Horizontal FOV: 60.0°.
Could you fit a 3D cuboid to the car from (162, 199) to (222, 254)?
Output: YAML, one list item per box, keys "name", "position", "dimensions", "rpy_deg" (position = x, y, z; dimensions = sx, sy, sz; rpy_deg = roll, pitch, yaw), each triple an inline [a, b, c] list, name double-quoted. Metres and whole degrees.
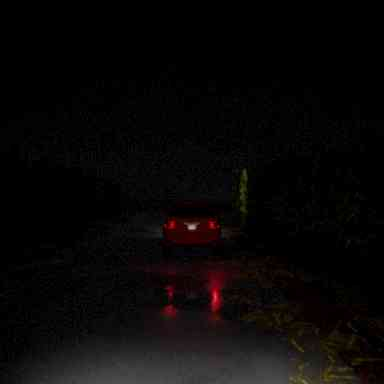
- name: "car"
  position: [0.001, 1.293, 14.005]
  dimensions: [2.150, 2.045, 5.566]
  rpy_deg: [0, 0, 0]
